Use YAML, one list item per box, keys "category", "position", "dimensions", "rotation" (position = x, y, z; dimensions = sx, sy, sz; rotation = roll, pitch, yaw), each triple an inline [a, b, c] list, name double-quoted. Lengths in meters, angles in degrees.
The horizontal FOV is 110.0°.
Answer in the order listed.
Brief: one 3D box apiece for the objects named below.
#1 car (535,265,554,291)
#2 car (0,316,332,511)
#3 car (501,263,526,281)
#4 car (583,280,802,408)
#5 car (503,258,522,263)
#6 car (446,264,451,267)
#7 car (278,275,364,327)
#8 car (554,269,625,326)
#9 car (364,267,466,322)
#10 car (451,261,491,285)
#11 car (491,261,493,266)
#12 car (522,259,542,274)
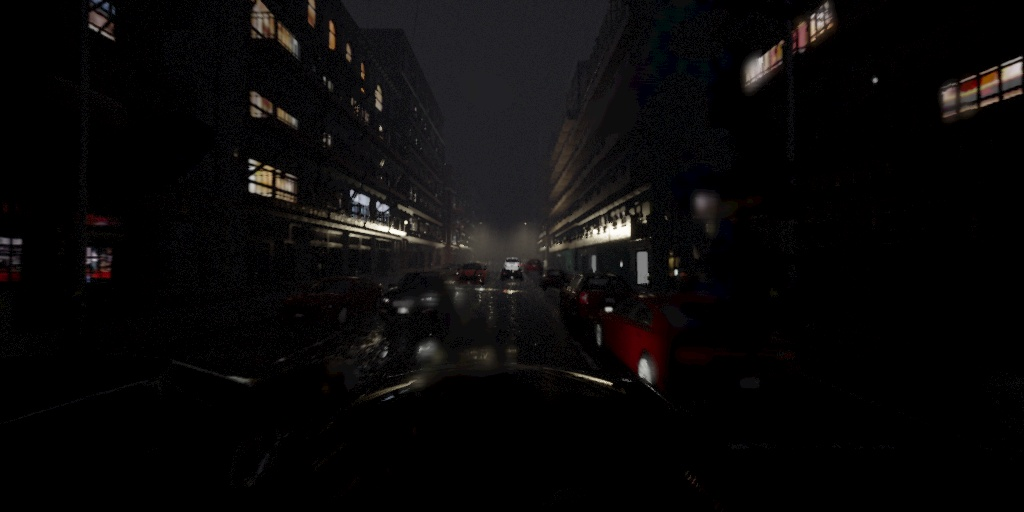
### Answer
- category: "car"
  position: [2.691, 1.454, 22.851]
  dimensions: [1.802, 1.307, 4.207]
  rotation: [0, 0, 0]
- category: "car"
  position: [-3.101, 1.351, 1.711]
  dimensions: [1.895, 1.301, 4.718]
  rotation: [0, 0, 2]
- category: "car"
  position: [0.006, 1.530, 32.540]
  dimensions: [1.895, 1.301, 4.718]
  rotation: [0, 0, 0]
- category: "car"
  position: [2.691, 1.321, 6.281]
  dimensions: [1.888, 1.381, 4.507]
  rotation: [0, 0, 0]
- category: "car"
  position: [0.038, 1.233, 46.291]
  dimensions: [2.150, 2.045, 5.566]
  rotation: [0, 0, 0]
- category: "car"
  position: [-5.691, 1.462, 33.742]
  dimensions: [1.751, 1.417, 4.829]
  rotation: [0, 0, 0]
- category: "car"
  position: [-5.690, 1.353, 11.818]
  dimensions: [1.888, 1.381, 4.507]
  rotation: [0, 0, 0]
- category: "car"
  position: [2.691, 1.248, 11.805]
  dimensions: [1.967, 1.591, 4.097]
  rotation: [0, 0, 0]
- category: "car"
  position: [-3.097, 1.305, 12.685]
  dimensions: [2.128, 1.511, 4.902]
  rotation: [0, 0, 0]
- category: "car"
  position: [-3.005, 1.302, 27.242]
  dimensions: [2.097, 1.767, 4.553]
  rotation: [0, 0, 0]
- category: "car"
  position: [-3.041, 1.425, 33.005]
  dimensions: [2.128, 1.511, 4.902]
  rotation: [0, 0, 1]
- category: "car"
  position: [2.690, 1.316, 44.945]
  dimensions: [2.192, 1.841, 5.009]
  rotation: [0, 0, 0]
